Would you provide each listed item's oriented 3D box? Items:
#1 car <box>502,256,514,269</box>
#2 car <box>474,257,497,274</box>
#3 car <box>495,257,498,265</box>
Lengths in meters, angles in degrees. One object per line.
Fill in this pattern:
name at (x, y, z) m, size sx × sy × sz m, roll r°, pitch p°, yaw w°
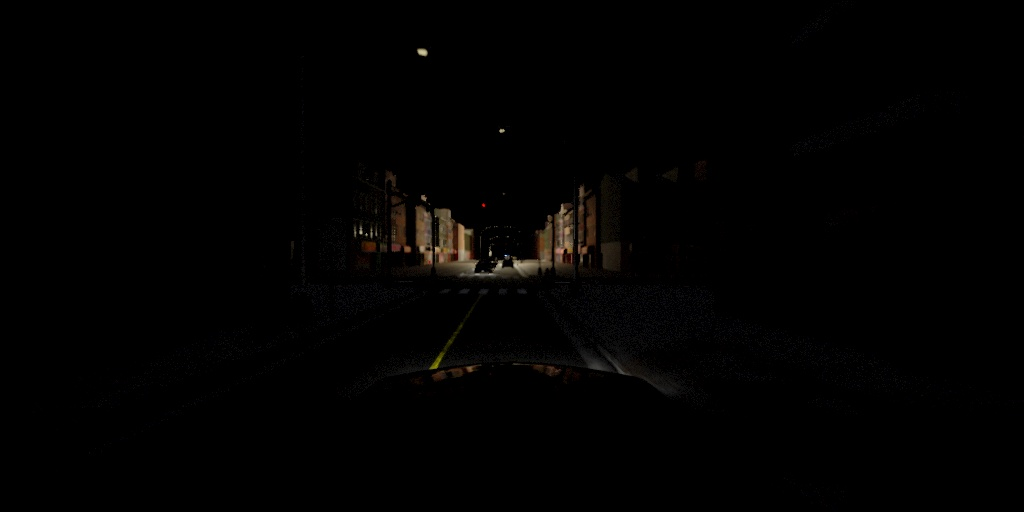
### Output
car at (-0.570, 1.118, 51.933) m, size 1.948 × 1.339 × 4.313 m, roll 0°, pitch 0°, yaw -1°
car at (-3.008, 1.154, 38.941) m, size 2.033 × 1.411 × 5.357 m, roll 0°, pitch 0°, yaw -1°
car at (-3.226, 1.063, 53.037) m, size 1.837 × 1.490 × 4.892 m, roll 0°, pitch 1°, yaw -1°
